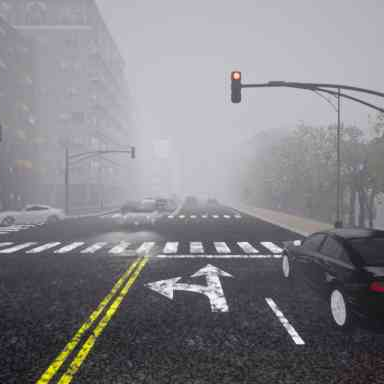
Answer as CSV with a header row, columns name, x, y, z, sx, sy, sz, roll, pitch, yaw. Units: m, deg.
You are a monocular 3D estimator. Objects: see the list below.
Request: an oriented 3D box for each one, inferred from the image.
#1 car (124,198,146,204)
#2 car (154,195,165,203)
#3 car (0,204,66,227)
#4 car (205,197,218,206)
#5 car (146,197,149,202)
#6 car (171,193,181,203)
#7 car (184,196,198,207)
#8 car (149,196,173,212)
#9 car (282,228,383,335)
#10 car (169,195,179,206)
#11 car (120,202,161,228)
name,x,y,z,sx,sy,sz,roll,pitch,yaw
car,-6.750,1.605,37.570,1.895,1.301,4.718,0,0,0
car,-6.780,1.497,69.162,1.882,1.535,5.008,0,0,0
car,-11.642,1.648,24.216,4.674,1.442,1.812,-1,1,-31
car,3.137,1.504,53.375,2.128,1.511,4.902,0,0,0
car,-6.807,1.538,53.509,1.812,1.442,4.674,0,0,0
car,-3.533,1.241,69.866,2.150,2.045,5.566,0,0,0
car,-0.111,1.364,52.811,2.097,1.767,4.553,0,0,0
car,-3.503,1.511,38.532,1.837,1.490,4.892,0,0,0
car,3.326,1.477,6.891,1.882,1.535,5.008,0,0,0
car,-3.559,1.577,54.229,1.994,1.385,4.181,0,0,0
car,-3.447,1.642,22.801,1.895,1.301,4.718,0,0,0
